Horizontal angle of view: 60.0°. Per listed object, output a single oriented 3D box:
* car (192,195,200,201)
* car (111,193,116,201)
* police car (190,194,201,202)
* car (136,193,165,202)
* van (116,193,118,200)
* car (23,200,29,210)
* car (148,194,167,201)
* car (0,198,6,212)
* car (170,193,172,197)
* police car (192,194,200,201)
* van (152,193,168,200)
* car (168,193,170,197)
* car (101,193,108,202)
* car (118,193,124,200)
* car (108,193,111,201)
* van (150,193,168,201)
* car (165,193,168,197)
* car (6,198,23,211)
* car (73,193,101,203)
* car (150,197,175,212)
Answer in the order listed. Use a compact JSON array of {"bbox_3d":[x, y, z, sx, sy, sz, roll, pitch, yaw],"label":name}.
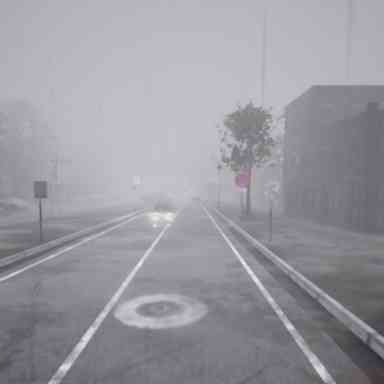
[{"bbox_3d":[1.042,1.509,83.476,1.837,1.490,4.892,0,-1,0],"label":"car"},{"bbox_3d":[-21.827,1.331,82.085,4.553,1.767,2.185,0,0,0],"label":"car"},{"bbox_3d":[1.034,1.359,73.568,1.930,1.638,5.238,0,0,0],"label":"police car"},{"bbox_3d":[-8.785,1.401,70.905,4.892,1.521,2.231,0,0,0],"label":"car"},{"bbox_3d":[-21.973,1.252,84.867,4.442,1.987,1.878,0,0,0],"label":"van"},{"bbox_3d":[-21.917,1.450,39.676,4.674,1.452,2.002,0,0,0],"label":"car"},{"bbox_3d":[-8.745,1.354,84.917,4.553,1.767,2.185,0,-1,0],"label":"car"},{"bbox_3d":[-21.924,1.417,33.254,4.892,1.521,2.231,0,0,0],"label":"car"},{"bbox_3d":[-8.770,1.530,90.524,4.892,1.521,2.231,0,-1,0],"label":"car"},{"bbox_3d":[1.047,1.482,89.596,1.930,1.638,5.238,0,-1,0],"label":"police car"},{"bbox_3d":[-8.893,1.327,93.329,4.442,1.987,1.878,0,-1,0],"label":"van"},{"bbox_3d":[-8.807,1.207,82.118,5.566,2.045,2.435,0,0,0],"label":"car"},{"bbox_3d":[-21.872,1.407,73.729,5.008,1.535,2.097,0,0,0],"label":"car"},{"bbox_3d":[-21.854,1.567,90.436,4.674,1.452,2.002,0,-1,0],"label":"car"},{"bbox_3d":[-21.865,1.461,76.516,4.674,1.452,2.002,0,0,0],"label":"car"},{"bbox_3d":[-8.660,1.278,87.722,4.442,1.987,1.878,0,0,0],"label":"van"},{"bbox_3d":[-8.815,1.158,73.707,5.566,2.045,2.435,0,0,0],"label":"car"},{"bbox_3d":[-21.930,1.413,36.527,5.008,1.535,2.097,0,0,0],"label":"car"},{"bbox_3d":[-21.869,1.392,68.161,5.008,1.535,2.097,0,0,0],"label":"car"},{"bbox_3d":[-3.314,1.561,38.686,1.895,1.301,4.718,0,0,0],"label":"car"}]
